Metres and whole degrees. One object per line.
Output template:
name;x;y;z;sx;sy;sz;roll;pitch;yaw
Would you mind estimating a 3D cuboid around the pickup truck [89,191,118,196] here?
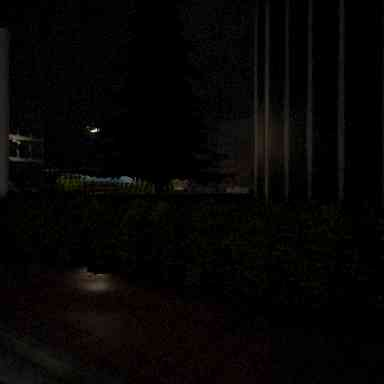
pickup truck;-14.537;0.877;56.769;6.274;2.098;2.390;0;0;-24
